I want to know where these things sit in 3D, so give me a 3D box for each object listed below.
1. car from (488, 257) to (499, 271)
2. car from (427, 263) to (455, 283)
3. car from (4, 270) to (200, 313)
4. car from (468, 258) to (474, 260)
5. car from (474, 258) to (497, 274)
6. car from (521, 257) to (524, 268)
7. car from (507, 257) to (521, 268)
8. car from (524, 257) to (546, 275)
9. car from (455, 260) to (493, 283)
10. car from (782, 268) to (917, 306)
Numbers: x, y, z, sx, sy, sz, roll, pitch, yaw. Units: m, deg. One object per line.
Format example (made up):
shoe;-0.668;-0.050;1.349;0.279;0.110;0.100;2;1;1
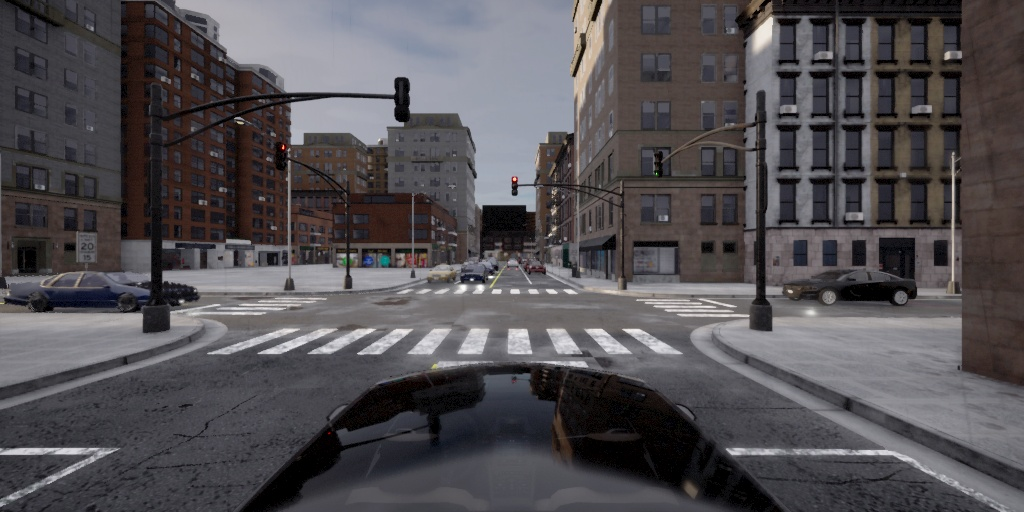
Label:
car;-2.818;1.230;48.694;1.882;1.535;5.008;0;0;0
car;-5.379;1.276;27.901;1.751;1.417;4.829;0;0;0
car;-14.550;1.231;12.893;5.357;1.411;2.033;0;0;0
car;-5.373;1.302;45.057;2.007;1.370;4.403;0;0;0
car;-2.839;1.277;38.204;1.812;1.442;4.674;0;0;0
car;2.652;1.066;45.054;2.192;1.841;5.009;0;0;0
car;0.124;1.279;61.892;1.812;1.442;4.674;0;0;0
car;2.650;1.191;39.391;1.967;1.591;4.097;0;0;0
car;-2.840;1.298;28.153;2.033;1.411;5.357;0;0;0
car;14.777;1.310;15.858;5.008;1.535;1.882;0;0;-1
